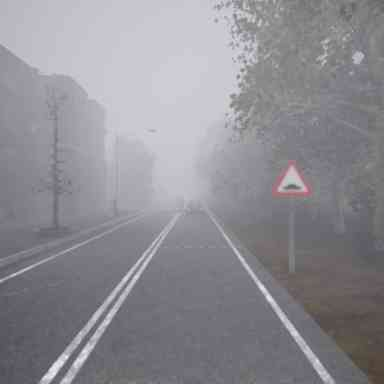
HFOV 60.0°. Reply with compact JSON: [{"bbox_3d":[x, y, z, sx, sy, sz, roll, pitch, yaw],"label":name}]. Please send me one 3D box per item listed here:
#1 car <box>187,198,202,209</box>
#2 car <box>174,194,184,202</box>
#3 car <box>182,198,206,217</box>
[{"bbox_3d":[0.405,1.565,46.995,1.994,1.385,4.181,0,0,0],"label":"car"},{"bbox_3d":[-2.853,1.268,72.025,2.097,1.767,4.553,0,0,0],"label":"car"},{"bbox_3d":[0.312,1.568,31.843,2.033,1.411,5.357,0,0,1],"label":"car"}]
